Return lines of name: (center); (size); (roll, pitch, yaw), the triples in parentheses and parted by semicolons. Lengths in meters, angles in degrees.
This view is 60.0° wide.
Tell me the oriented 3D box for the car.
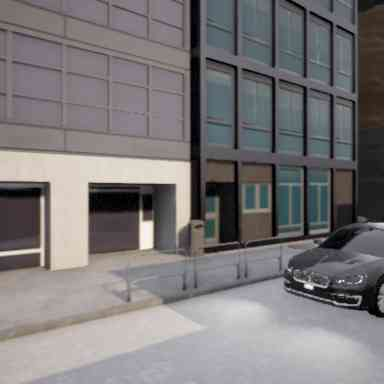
car: (4.136, 1.496, 7.516); (4.892, 1.490, 1.837); (0, 0, -35)
